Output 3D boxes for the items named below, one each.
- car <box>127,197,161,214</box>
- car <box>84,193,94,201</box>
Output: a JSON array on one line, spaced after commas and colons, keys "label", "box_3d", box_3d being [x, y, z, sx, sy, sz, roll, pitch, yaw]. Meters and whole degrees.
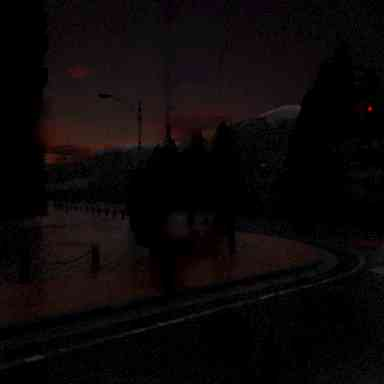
[{"label": "car", "box_3d": [-4.312, 1.258, 32.048, 2.150, 2.045, 5.566, 0, 0, -35]}, {"label": "car", "box_3d": [-22.764, 1.223, 79.648, 4.605, 1.855, 1.932, 0, 0, -36]}]
